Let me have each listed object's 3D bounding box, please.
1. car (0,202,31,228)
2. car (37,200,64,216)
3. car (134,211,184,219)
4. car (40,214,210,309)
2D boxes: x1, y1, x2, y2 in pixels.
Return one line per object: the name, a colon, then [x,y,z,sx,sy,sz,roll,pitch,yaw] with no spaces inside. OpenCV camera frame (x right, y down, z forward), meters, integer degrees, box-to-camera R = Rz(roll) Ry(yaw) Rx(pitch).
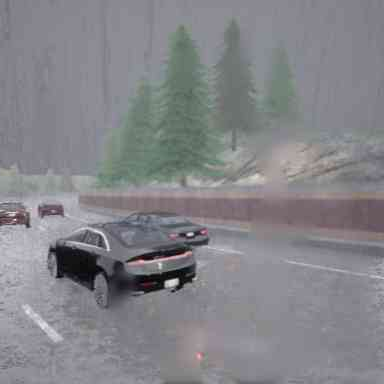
car: [-12.204,1.428,22.262,2.097,1.767,4.553,-1,0,-32]
car: [-13.071,1.509,30.667,1.882,1.535,5.008,-1,1,-29]
car: [-1.602,1.476,13.067,2.033,1.411,5.357,-2,1,-38]
car: [-1.919,1.464,7.936,2.128,1.511,4.902,-2,1,-40]
